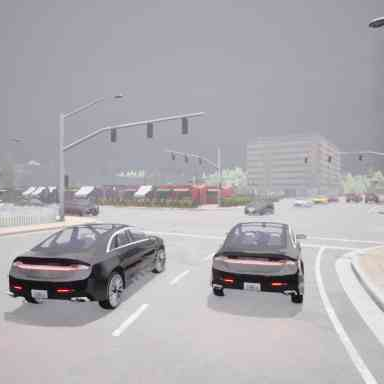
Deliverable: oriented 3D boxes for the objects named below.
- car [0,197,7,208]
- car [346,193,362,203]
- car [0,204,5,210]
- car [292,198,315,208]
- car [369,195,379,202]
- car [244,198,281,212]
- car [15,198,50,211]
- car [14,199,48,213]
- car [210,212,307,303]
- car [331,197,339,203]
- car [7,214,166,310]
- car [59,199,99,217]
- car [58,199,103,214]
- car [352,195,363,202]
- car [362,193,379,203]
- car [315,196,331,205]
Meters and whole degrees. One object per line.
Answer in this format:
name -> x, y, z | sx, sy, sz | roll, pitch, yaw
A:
car -> -28.957, 1.533, 47.794 | 5.008, 1.535, 1.882 | 0, 0, 32
car -> 34.053, 1.225, 70.425 | 2.150, 2.045, 5.566 | 0, 0, 32
car -> -25.948, 1.277, 41.776 | 5.566, 2.045, 2.150 | 0, 0, 32
car -> 15.782, 1.525, 47.570 | 1.812, 1.442, 4.674 | 0, 0, 32
car -> 42.386, 1.524, 77.296 | 1.812, 1.442, 4.674 | 0, 0, 32
car -> 6.734, 1.534, 32.861 | 2.128, 1.511, 4.902 | 0, 0, 32
car -> -20.408, 1.581, 42.446 | 4.674, 1.442, 1.812 | 0, 0, 32
car -> -18.155, 1.619, 36.906 | 4.181, 1.385, 1.994 | 0, 0, 32
car -> 1.773, 1.492, 8.318 | 2.128, 1.511, 4.902 | 0, 0, 17
car -> 29.398, 1.595, 69.536 | 1.895, 1.301, 4.718 | 0, 0, 32
car -> -2.045, 1.492, 7.936 | 2.128, 1.511, 4.902 | 0, 0, 12
car -> -11.037, 1.619, 32.438 | 4.181, 1.385, 1.994 | 0, 0, 32
car -> -12.602, 1.547, 37.563 | 4.902, 1.511, 2.128 | 0, 0, 32
car -> 39.622, 1.540, 79.484 | 2.033, 1.411, 5.357 | 0, 0, 32
car -> 36.842, 1.225, 68.278 | 2.150, 2.045, 5.566 | 0, 0, 32
car -> 22.759, 1.477, 58.850 | 1.882, 1.535, 5.008 | 0, 0, 32
